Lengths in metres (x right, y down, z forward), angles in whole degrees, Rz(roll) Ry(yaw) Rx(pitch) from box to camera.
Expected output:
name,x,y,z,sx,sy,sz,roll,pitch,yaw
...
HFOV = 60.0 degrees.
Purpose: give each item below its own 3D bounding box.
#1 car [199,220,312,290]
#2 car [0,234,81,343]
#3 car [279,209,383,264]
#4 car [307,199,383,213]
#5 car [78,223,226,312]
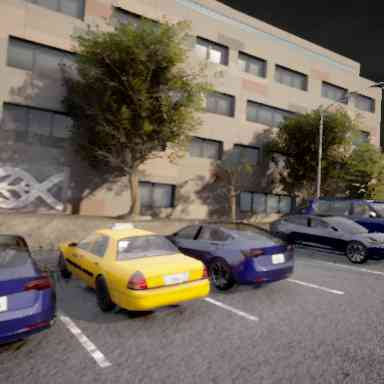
name,x,y,z,sx,sy,sz,roll,pitch,yaw
car,0.593,1.561,9.440,2.163,1.488,4.792,1,0,-36
car,-3.947,1.511,6.182,2.163,1.488,4.792,1,0,-36
car,5.167,1.612,12.648,2.163,1.488,4.792,1,0,-36
car,7.439,1.356,14.278,2.435,2.045,5.566,1,0,-36
car,-1.768,1.504,7.939,1.946,1.575,5.366,1,0,-36
